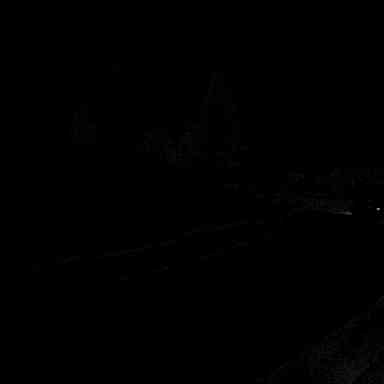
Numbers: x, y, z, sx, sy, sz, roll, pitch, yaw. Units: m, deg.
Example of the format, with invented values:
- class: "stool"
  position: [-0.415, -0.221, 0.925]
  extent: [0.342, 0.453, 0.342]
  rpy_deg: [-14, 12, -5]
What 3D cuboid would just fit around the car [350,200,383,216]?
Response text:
- class: "car"
  position: [16.193, 1.428, 30.621]
  extent: [1.994, 1.385, 4.181]
  rpy_deg: [0, 0, 4]
